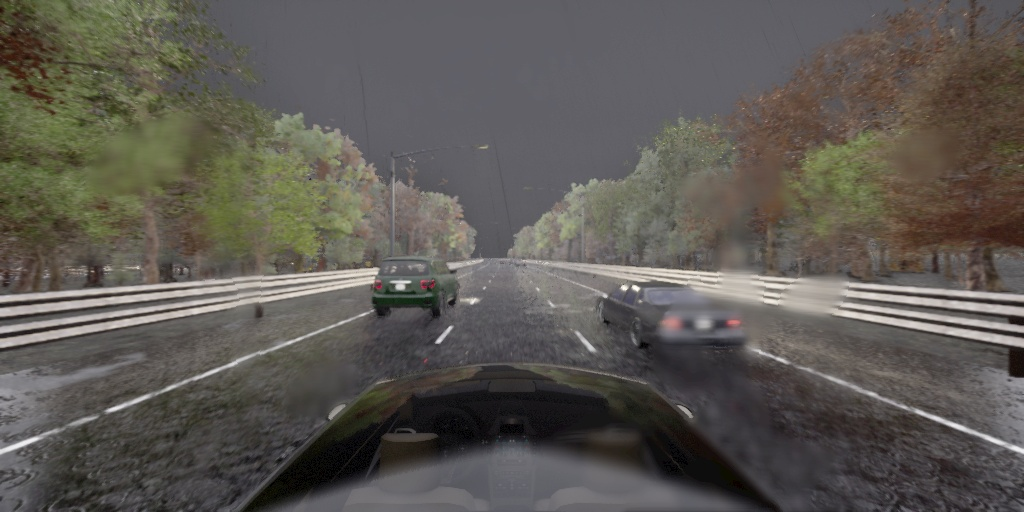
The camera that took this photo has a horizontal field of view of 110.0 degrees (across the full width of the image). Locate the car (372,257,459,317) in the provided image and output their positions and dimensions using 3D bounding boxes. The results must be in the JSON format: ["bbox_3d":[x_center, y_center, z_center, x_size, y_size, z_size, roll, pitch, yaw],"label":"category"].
[{"bbox_3d":[-3.425,1.057,13.659,2.150,2.045,5.566,0,0,0],"label":"car"}]

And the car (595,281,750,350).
[{"bbox_3d":[3.591,1.348,9.212,2.033,1.411,5.357,0,0,0],"label":"car"}]
